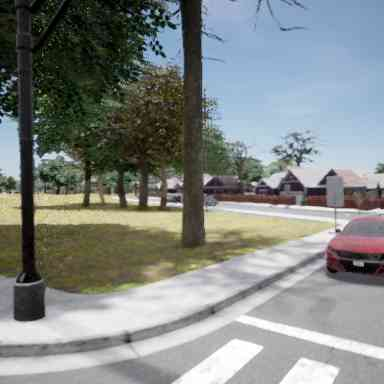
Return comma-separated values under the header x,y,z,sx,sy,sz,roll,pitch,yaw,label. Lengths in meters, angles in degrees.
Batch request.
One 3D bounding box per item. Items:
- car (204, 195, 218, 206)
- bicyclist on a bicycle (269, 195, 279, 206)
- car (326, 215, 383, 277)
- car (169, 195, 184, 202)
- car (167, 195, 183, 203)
x,y,z,sx,sy,sz,roll,pitch,yaw,label
2.391,1.341,52.991,2.097,1.767,4.553,-1,0,-23,car
11.464,1.185,46.538,1.656,1.620,0.582,-1,1,-23,bicyclist on a bicycle
5.668,1.508,10.238,1.882,1.535,5.008,-1,-1,38,car
-3.563,1.404,74.425,1.837,1.490,4.892,-1,1,-23,car
-3.605,1.522,67.439,1.994,1.385,4.181,-1,1,-23,car
